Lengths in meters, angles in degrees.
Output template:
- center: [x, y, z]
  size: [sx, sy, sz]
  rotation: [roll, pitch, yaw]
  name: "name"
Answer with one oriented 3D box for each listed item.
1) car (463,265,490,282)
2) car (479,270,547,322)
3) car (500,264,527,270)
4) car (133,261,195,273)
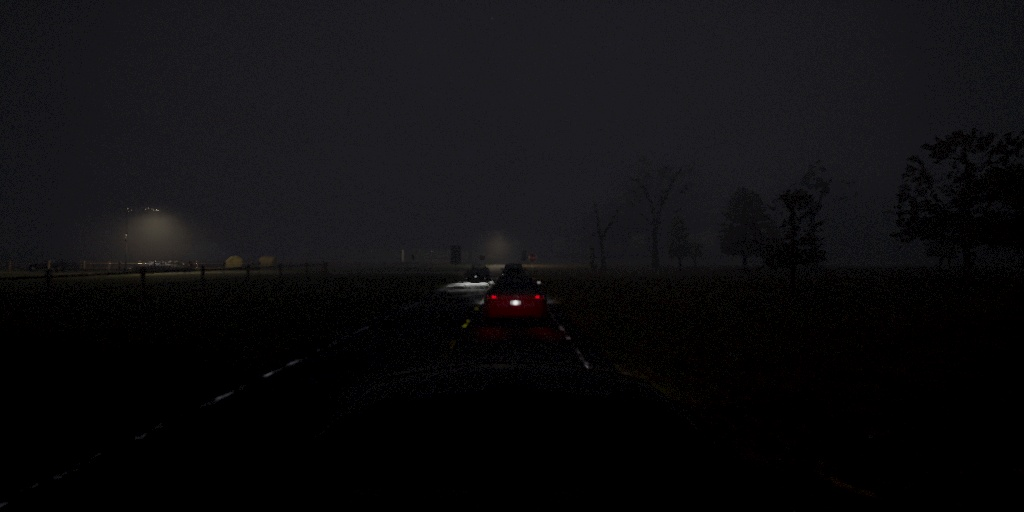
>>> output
- center: [-2.769, 1.396, 29.587]
  size: [1.994, 1.385, 4.181]
  rotation: [0, 0, 1]
  name: "car"
- center: [0.109, 1.348, 12.530]
  size: [1.994, 1.385, 4.181]
  rotation: [0, 0, 0]
  name: "car"
- center: [0.121, 1.333, 28.383]
  size: [1.837, 1.490, 4.892]
  rotation: [0, 0, 0]
  name: "car"
- center: [-42.348, 1.340, 43.354]
  size: [5.357, 1.411, 2.033]
  rotation: [0, -1, -3]
  name: "car"
